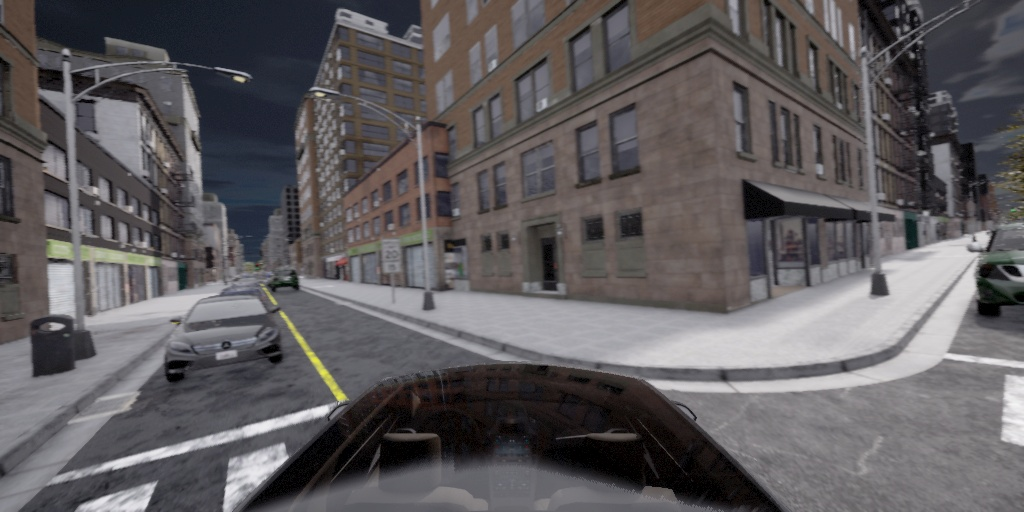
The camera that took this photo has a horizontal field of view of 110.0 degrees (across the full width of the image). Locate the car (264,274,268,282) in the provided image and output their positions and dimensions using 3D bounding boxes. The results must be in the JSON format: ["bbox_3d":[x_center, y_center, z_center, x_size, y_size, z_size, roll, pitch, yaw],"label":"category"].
[{"bbox_3d":[-28.735,3.068,43.915,1.994,1.385,4.181,-3,0,-35],"label":"car"}]

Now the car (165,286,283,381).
[{"bbox_3d":[-6.704,1.668,8.567,1.812,1.442,4.674,-3,0,-36],"label":"car"}]

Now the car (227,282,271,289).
[{"bbox_3d":[-12.067,2.064,15.988,1.895,1.301,4.718,-3,0,-36],"label":"car"}]

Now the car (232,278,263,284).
[{"bbox_3d":[-17.966,2.423,24.159,1.895,1.301,4.718,-3,0,-36],"label":"car"}]

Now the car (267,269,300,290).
[{"bbox_3d":[-21.748,2.288,34.285,2.150,2.045,5.566,-3,0,-35],"label":"car"}]

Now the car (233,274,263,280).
[{"bbox_3d":[-24.022,2.700,32.593,1.837,1.490,4.892,-3,0,-36],"label":"car"}]

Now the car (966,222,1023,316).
[{"bbox_3d":[12.449,0.174,8.219,5.566,2.045,2.150,-4,0,-36],"label":"car"}]
